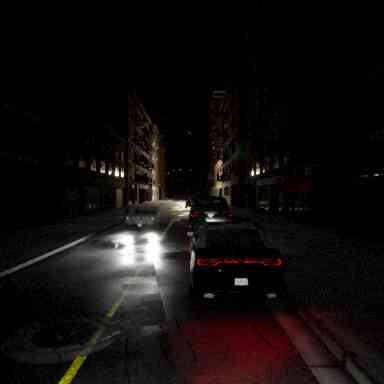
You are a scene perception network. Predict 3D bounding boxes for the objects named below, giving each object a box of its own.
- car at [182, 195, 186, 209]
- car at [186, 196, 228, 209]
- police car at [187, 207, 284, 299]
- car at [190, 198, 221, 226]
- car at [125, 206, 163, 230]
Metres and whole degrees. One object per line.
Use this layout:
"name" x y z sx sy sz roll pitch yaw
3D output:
"car" 0.013 1.576 46.851 2.033 1.411 5.357 0 0 1
"car" 0.896 1.231 18.554 2.150 2.045 5.566 0 0 0
"police car" 0.898 1.427 8.633 1.930 1.638 5.238 0 0 0
"car" 0.894 1.360 24.494 2.097 1.767 4.553 0 0 0
"car" -3.006 1.608 21.407 1.895 1.301 4.718 0 0 0
